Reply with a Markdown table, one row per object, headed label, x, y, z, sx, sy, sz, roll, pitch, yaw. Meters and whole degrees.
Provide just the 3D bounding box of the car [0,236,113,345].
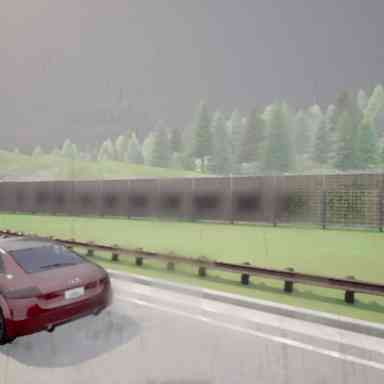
| label | x | y | z | sx | sy | sz | roll | pitch | yaw |
| --- | --- | --- | --- | --- | --- | --- | --- | --- | --- |
| car | -3.482 | 1.562 | 6.436 | 4.181 | 1.385 | 1.994 | 0 | 0 | 36 |
